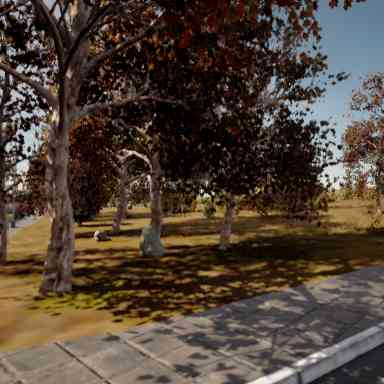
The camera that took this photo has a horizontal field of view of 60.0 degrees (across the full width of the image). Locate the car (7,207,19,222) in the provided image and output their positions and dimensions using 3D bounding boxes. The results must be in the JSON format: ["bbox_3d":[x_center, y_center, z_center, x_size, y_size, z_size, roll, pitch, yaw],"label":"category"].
[{"bbox_3d":[-22.907,2.730,37.179,5.366,1.575,1.946,4,-3,-40],"label":"car"}]

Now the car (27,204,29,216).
[{"bbox_3d":[-26.834,2.944,48.340,4.553,1.767,2.185,4,-4,-40],"label":"car"}]

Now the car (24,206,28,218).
[{"bbox_3d":[-25.783,3.019,45.609,4.792,1.488,2.163,4,-4,-40],"label":"car"}]

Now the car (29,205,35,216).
[{"bbox_3d":[-28.823,3.270,53.901,4.792,1.488,2.163,4,-4,-40],"label":"car"}]

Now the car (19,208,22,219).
[{"bbox_3d":[-23.787,2.824,40.061,4.892,1.521,2.231,4,-4,-40],"label":"car"}]

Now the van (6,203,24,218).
[{"bbox_3d":[-24.700,2.687,42.916,4.442,1.987,1.878,4,-4,-40],"label":"van"}]
